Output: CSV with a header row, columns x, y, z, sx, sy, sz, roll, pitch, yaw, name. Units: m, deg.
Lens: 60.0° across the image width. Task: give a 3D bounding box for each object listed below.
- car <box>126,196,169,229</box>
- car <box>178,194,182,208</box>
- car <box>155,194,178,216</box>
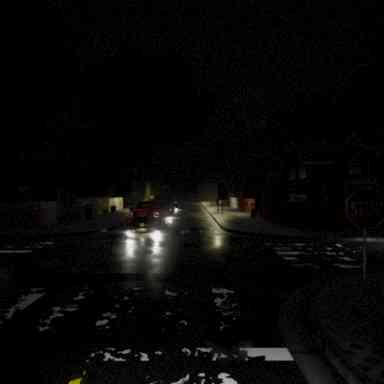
x,y,z,sx,sy,sz,roll,pitch,yaw,name
-2.898,1.354,21.573,2.097,1.767,4.553,0,0,0,car
-2.922,1.366,46.366,2.097,1.767,4.553,0,0,1,car
-2.922,1.230,33.647,2.150,2.045,5.566,0,0,0,car
